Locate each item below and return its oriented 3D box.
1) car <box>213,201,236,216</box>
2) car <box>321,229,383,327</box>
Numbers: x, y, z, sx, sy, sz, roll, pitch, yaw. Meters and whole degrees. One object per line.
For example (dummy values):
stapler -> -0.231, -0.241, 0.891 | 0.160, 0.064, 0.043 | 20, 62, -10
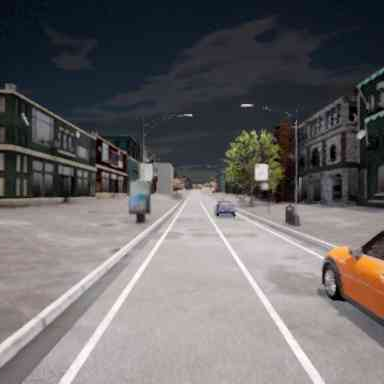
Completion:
car -> 3.182, 1.577, 32.867 | 2.033, 1.411, 5.357 | 0, 0, 1
car -> 3.913, 1.375, 5.577 | 2.097, 1.767, 4.553 | 0, 0, 0
